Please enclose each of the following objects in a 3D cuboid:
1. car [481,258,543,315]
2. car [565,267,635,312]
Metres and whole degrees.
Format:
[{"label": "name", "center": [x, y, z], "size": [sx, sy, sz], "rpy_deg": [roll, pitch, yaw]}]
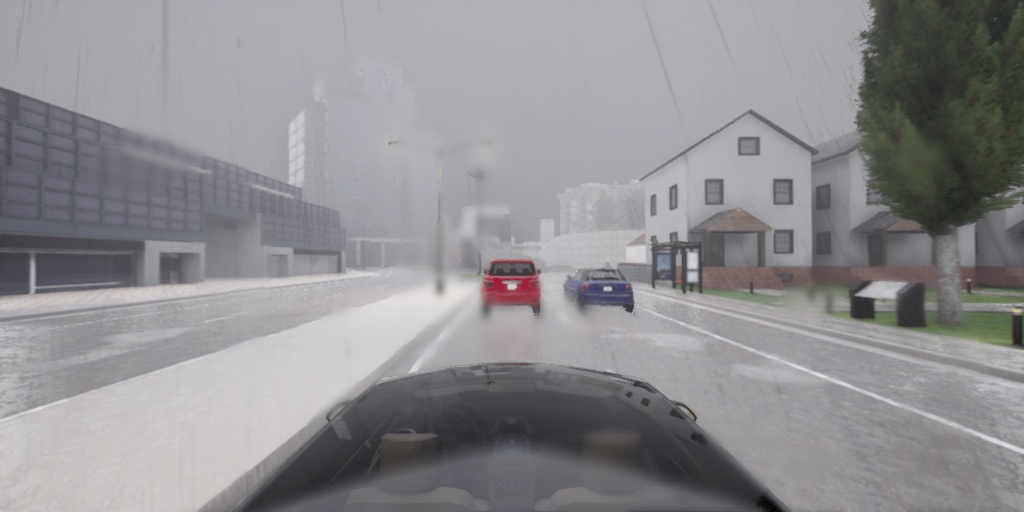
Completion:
[{"label": "car", "center": [0.016, 1.114, 14.393], "size": [2.150, 2.045, 5.566], "rpy_deg": [0, 0, 0]}, {"label": "car", "center": [3.528, 1.250, 15.252], "size": [2.097, 1.767, 4.553], "rpy_deg": [0, -1, 0]}]
